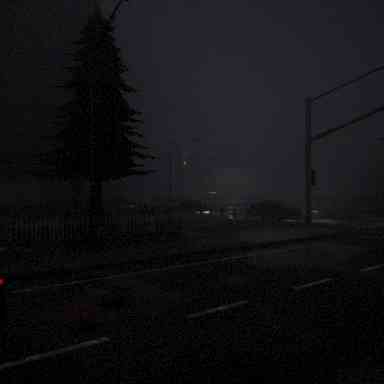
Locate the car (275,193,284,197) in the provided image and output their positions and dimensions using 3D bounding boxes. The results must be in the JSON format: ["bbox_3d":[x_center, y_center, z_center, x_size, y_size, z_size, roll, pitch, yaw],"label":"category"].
[{"bbox_3d":[19.210,1.364,79.725,1.784,1.438,3.905,0,0,-36],"label":"car"}]

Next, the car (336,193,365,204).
[{"bbox_3d":[34.641,1.153,72.308,1.932,1.855,4.605,0,0,-36],"label":"car"}]

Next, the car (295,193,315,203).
[{"bbox_3d":[20.951,1.395,62.403,1.970,1.475,3.806,0,0,-36],"label":"car"}]

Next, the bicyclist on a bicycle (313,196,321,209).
[{"bbox_3d":[15.931,1.302,42.301,1.656,1.620,0.582,0,0,-36],"label":"bicyclist on a bicycle"}]

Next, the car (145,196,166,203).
[{"bbox_3d":[-7.536,1.547,68.216,2.033,1.411,5.357,0,0,-36],"label":"car"}]

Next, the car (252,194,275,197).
[{"bbox_3d":[16.855,1.395,78.041,1.970,1.475,3.806,0,0,-36],"label":"car"}]

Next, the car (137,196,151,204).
[{"bbox_3d":[-9.866,1.564,65.615,1.994,1.385,4.181,0,0,-36],"label":"car"}]

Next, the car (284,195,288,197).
[{"bbox_3d":[21.363,1.153,81.327,1.932,1.855,4.605,0,0,-36],"label":"car"}]

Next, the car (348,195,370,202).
[{"bbox_3d":[37.034,1.364,73.941,1.784,1.438,3.905,0,0,-36],"label":"car"}]

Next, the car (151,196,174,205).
[{"bbox_3d":[-4.679,1.491,58.437,2.128,1.511,4.902,0,0,-36],"label":"car"}]

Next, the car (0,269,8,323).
[{"bbox_3d":[-4.992,1.564,4.716,4.181,1.385,1.994,0,0,-36],"label":"car"}]

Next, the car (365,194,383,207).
[{"bbox_3d":[26.528,1.153,44.983,1.932,1.855,4.605,0,0,-36],"label":"car"}]

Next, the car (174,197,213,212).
[{"bbox_3d":[0.086,1.564,39.517,1.994,1.385,4.181,0,0,-36],"label":"car"}]

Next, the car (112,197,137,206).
[{"bbox_3d":[-11.863,1.548,56.238,2.033,1.411,5.357,0,0,-35],"label":"car"}]

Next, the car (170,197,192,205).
[{"bbox_3d":[-2.087,1.564,60.749,1.994,1.385,4.181,0,0,-35],"label":"car"}]

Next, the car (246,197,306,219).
[{"bbox_3d":[7.333,1.478,29.457,1.882,1.535,5.008,0,0,-36],"label":"car"}]
